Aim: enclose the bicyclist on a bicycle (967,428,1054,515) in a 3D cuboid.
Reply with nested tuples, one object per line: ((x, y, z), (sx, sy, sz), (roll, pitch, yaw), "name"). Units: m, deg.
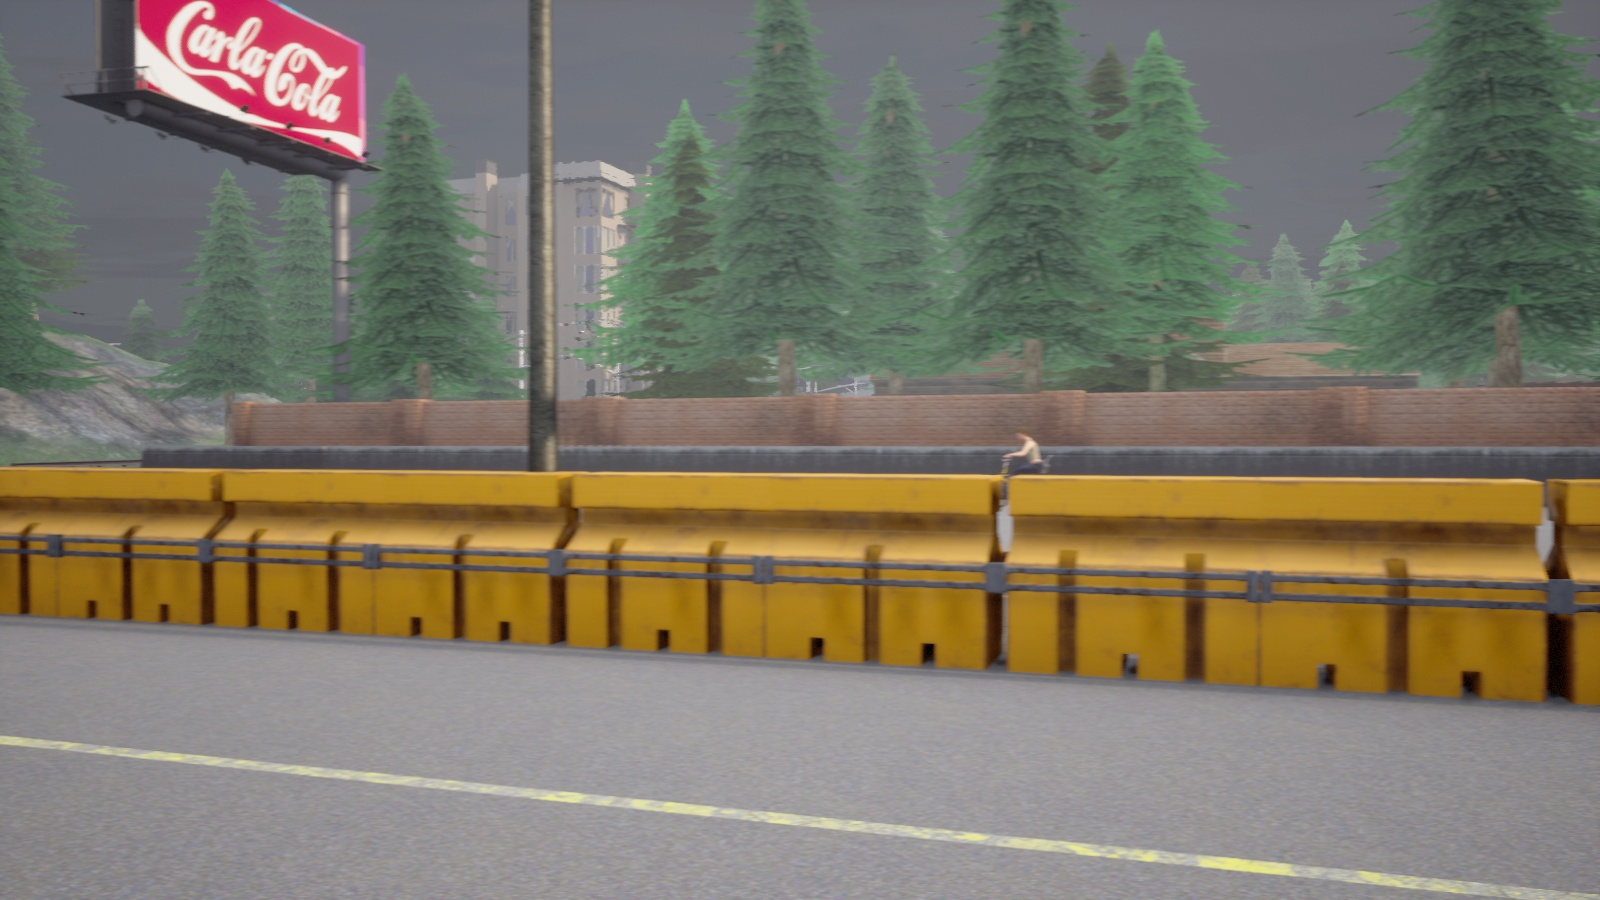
((4.028, 0.394, 23.997), (1.509, 1.612, 0.866), (0, 1, 18), "bicyclist on a bicycle")
